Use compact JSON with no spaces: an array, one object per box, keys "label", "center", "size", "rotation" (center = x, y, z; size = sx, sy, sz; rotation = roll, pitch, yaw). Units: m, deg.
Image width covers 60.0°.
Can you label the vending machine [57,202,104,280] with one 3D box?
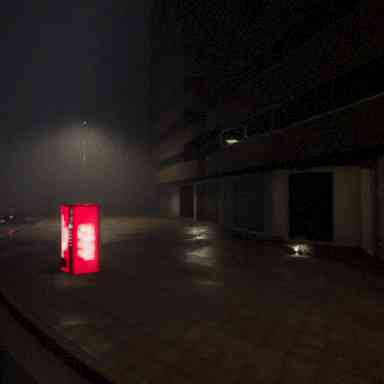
[{"label":"vending machine","center":[-3.252,1.343,9.694],"size":[1.100,2.100,0.880],"rotation":[0,-1,-36]}]

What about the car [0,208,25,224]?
[{"label":"car","center":[-15.761,2.055,28.657],"size":[1.895,1.301,4.718],"rotation":[0,-1,-18]}]
